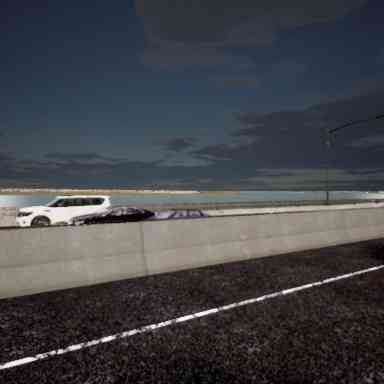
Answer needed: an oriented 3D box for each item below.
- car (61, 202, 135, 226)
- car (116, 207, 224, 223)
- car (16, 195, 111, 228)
[{"bbox_3d":[-4.205,1.491,18.134,4.902,1.511,2.128,0,0,-35],"label":"car"},{"bbox_3d":[-0.668,1.547,16.344,5.357,1.411,2.033,0,0,-35],"label":"car"},{"bbox_3d":[-7.467,1.221,20.120,5.566,2.045,2.150,0,0,-35],"label":"car"}]
